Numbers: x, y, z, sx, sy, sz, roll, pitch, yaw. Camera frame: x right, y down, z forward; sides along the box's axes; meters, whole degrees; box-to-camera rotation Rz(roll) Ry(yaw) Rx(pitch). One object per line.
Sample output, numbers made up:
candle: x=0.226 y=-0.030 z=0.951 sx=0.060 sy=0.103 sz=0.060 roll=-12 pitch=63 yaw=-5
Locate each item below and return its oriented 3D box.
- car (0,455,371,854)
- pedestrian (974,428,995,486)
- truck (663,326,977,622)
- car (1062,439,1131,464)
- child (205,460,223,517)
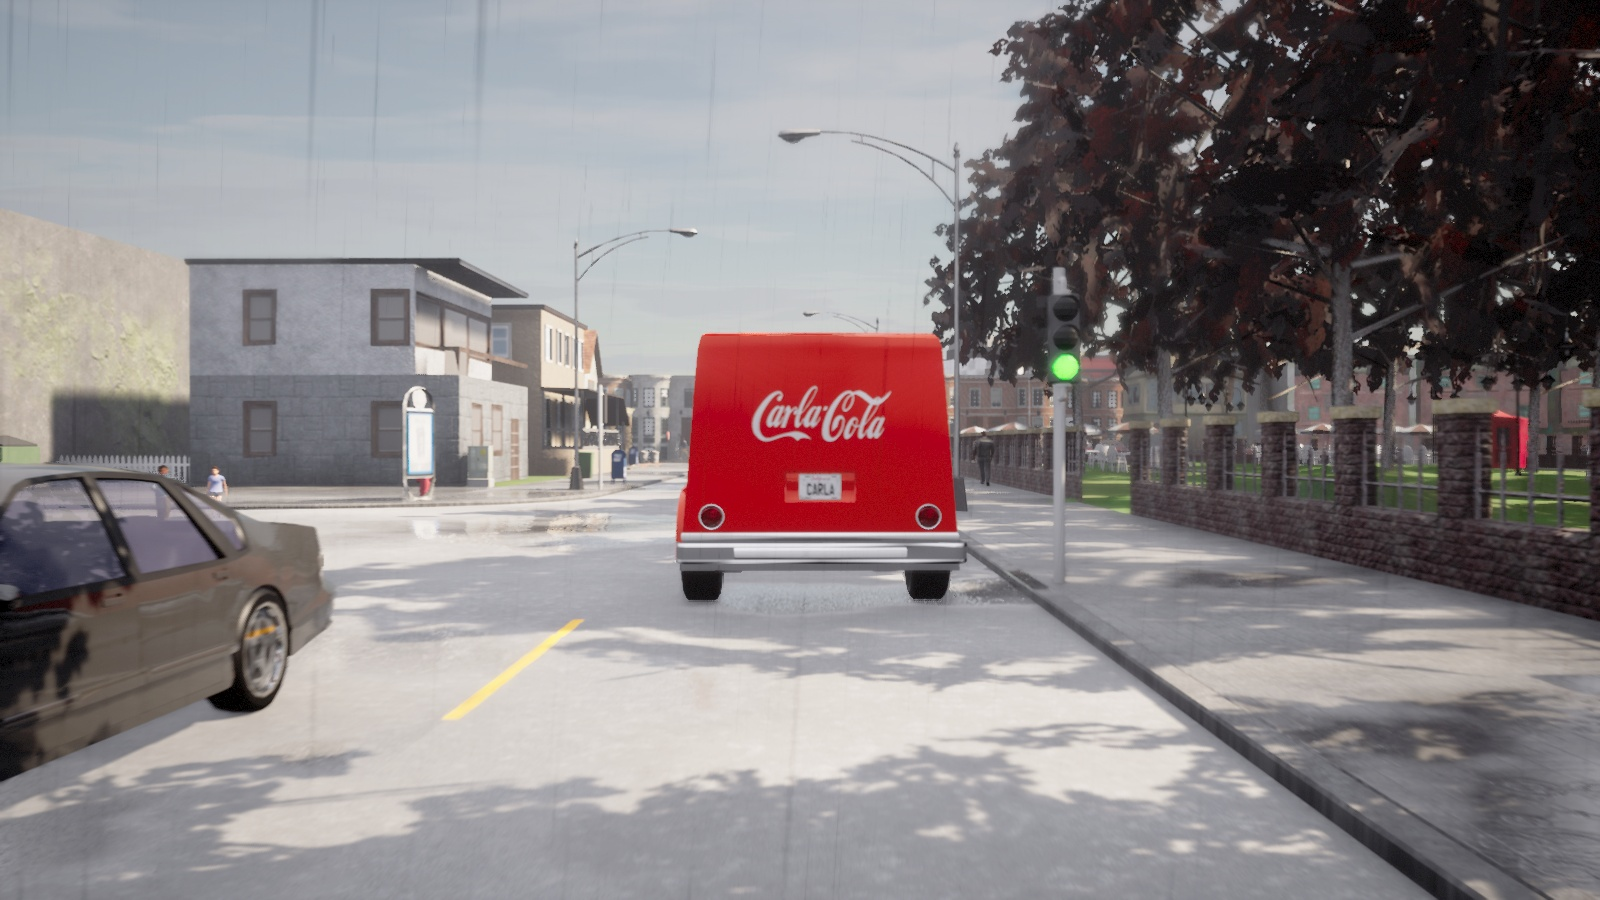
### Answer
car: x=-3.906 y=0.757 z=5.630 sx=2.033 sy=1.411 sz=5.357 roll=0 pitch=0 yaw=1
pedestrian: x=5.957 y=0.224 z=40.597 sx=0.563 sy=1.883 sz=0.849 roll=0 pitch=0 yaw=1
truck: x=0.111 y=0.184 z=13.091 sx=2.627 sy=2.467 sz=5.204 roll=0 pitch=0 yaw=-1
car: x=21.591 y=0.089 z=91.550 sx=4.553 sy=1.767 sz=2.097 roll=0 pitch=0 yaw=1
child: x=-11.590 y=0.760 z=24.841 sx=0.255 sy=1.110 sz=0.394 roll=0 pitch=0 yaw=-17
